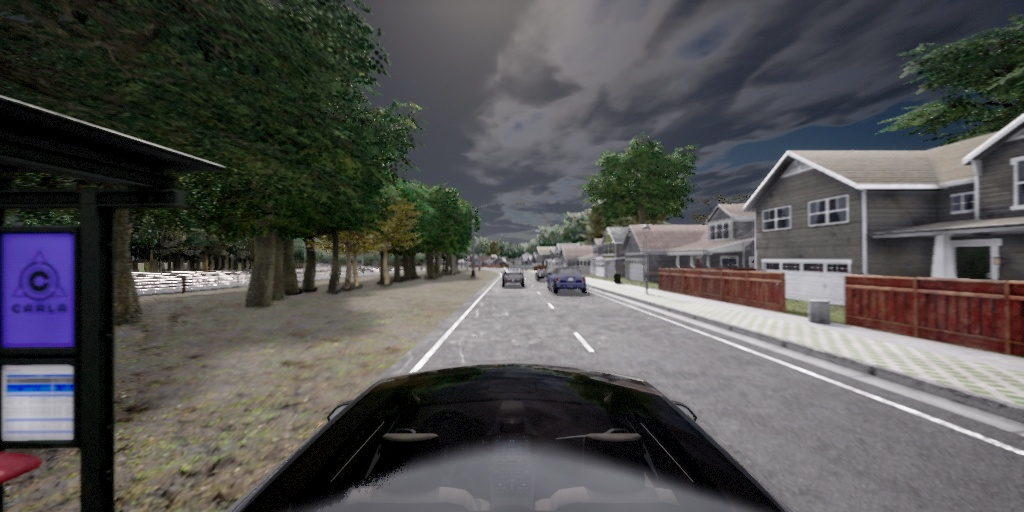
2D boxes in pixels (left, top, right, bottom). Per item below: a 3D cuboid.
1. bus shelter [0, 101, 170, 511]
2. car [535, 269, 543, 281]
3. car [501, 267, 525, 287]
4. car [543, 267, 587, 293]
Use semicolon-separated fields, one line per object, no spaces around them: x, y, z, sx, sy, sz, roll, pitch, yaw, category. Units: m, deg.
-3.500;0.611;0.700;1.920;2.740;3.880;0;0;0;bus shelter
3.591;2.127;40.277;1.895;1.301;4.718;0;-1;0;car
0.092;1.795;30.904;2.128;1.511;4.902;0;-1;0;car
3.606;1.518;24.426;2.097;1.767;4.553;0;-1;-1;car
